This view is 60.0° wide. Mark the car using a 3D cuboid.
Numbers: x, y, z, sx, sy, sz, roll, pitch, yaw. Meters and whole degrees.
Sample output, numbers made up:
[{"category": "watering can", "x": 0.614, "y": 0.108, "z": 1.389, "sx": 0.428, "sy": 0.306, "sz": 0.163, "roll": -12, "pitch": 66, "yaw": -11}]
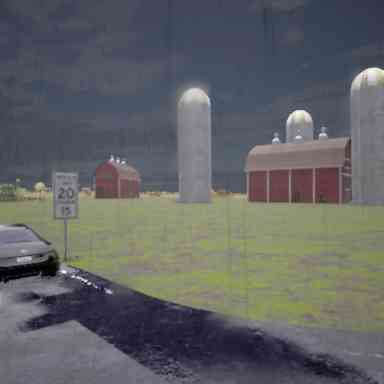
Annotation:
[{"category": "car", "x": -5.438, "y": 1.601, "z": 9.485, "sx": 1.994, "sy": 1.385, "sz": 4.181, "roll": 0, "pitch": 0, "yaw": -44}]
